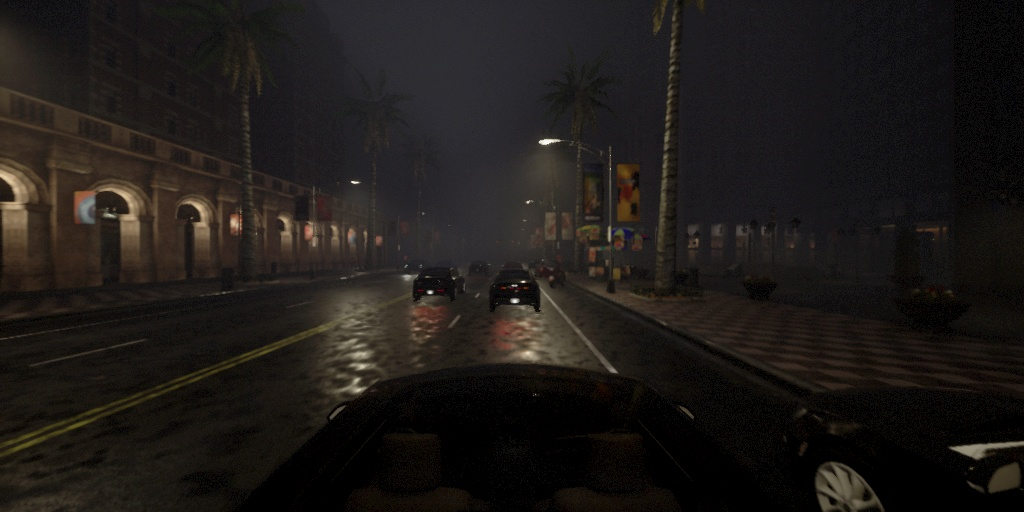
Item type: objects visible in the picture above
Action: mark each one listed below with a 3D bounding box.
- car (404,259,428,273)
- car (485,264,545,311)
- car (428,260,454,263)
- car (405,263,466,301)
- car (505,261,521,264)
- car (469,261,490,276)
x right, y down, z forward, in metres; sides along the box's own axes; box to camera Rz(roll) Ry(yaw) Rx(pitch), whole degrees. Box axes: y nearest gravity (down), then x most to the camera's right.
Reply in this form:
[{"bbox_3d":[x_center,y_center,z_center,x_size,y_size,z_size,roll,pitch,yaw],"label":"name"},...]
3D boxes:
[{"bbox_3d":[-10.519,1.100,40.277,2.097,1.767,4.553,0,0,1],"label":"car"},{"bbox_3d":[0.099,1.255,14.447,1.837,1.490,4.892,0,0,0],"label":"car"},{"bbox_3d":[-7.049,1.226,37.767,1.882,1.535,5.008,0,0,1],"label":"car"},{"bbox_3d":[-3.400,1.254,17.316,1.837,1.490,4.892,0,0,0],"label":"car"},{"bbox_3d":[0.104,1.227,32.997,1.882,1.535,5.008,0,0,0],"label":"car"},{"bbox_3d":[-3.350,1.227,37.438,1.882,1.535,5.008,0,0,1],"label":"car"}]
